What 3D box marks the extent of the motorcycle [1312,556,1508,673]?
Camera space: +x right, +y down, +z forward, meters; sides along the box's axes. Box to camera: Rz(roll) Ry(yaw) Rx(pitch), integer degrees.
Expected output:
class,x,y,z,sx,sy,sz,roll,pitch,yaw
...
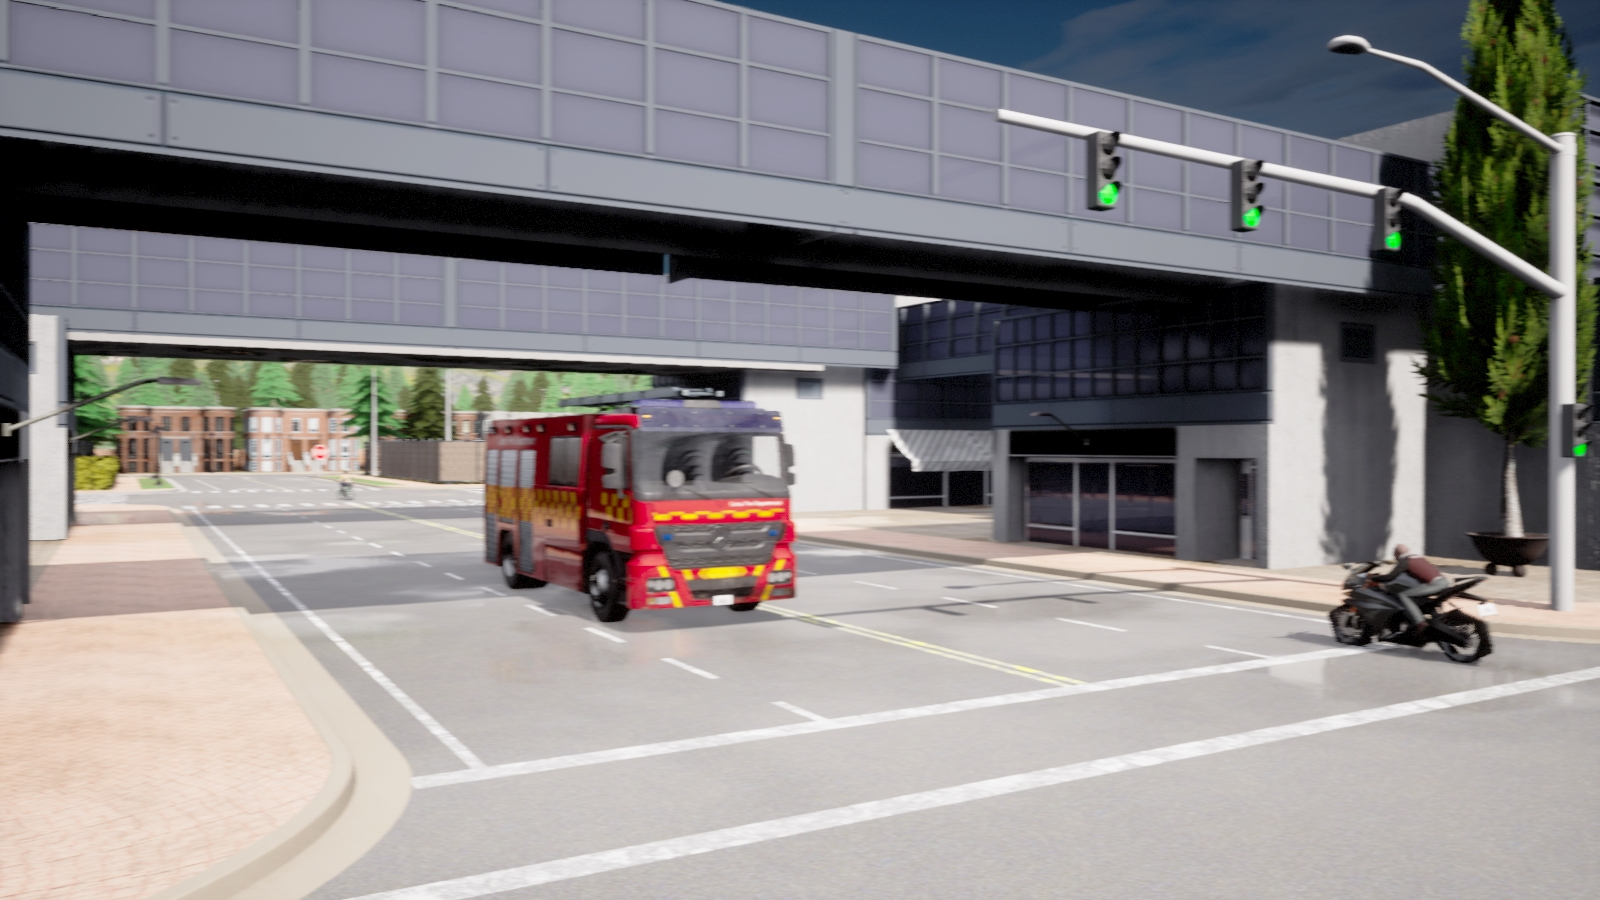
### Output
class,x,y,z,sx,sy,sz,roll,pitch,yaw
motorcycle,8.226,2.176,15.522,0.867,1.251,2.209,0,0,-31

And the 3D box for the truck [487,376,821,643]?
class,x,y,z,sx,sy,sz,roll,pitch,yaw
truck,-3.076,0.845,20.758,2.891,3.827,8.468,0,0,-31
